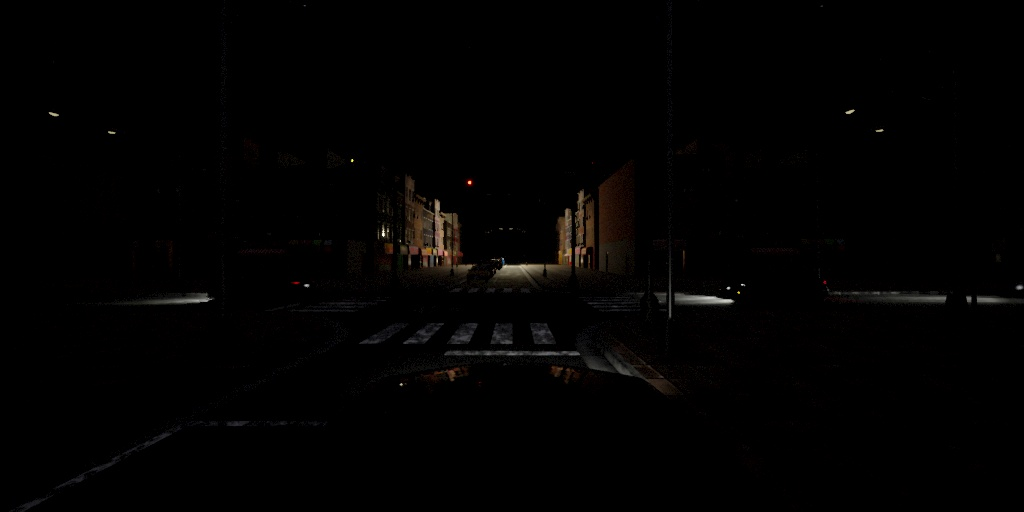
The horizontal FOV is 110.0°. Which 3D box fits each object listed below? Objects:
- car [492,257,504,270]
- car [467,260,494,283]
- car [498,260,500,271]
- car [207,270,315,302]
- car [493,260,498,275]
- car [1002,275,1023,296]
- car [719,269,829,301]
[{"bbox_3d":[-2.610,1.252,51.276,1.967,1.591,4.097,0,0,0],"label":"car"},{"bbox_3d":[-2.622,1.294,28.686,1.751,1.417,4.829,0,0,0],"label":"car"},{"bbox_3d":[-2.616,1.369,40.066,1.802,1.307,4.207,0,0,0],"label":"car"},{"bbox_3d":[-11.550,1.348,16.707,4.181,1.385,1.994,0,0,0],"label":"car"},{"bbox_3d":[-2.619,1.322,34.461,1.888,1.381,4.507,0,0,0],"label":"car"},{"bbox_3d":[26.008,1.204,16.631,4.902,1.511,2.128,0,0,0],"label":"car"},{"bbox_3d":[12.058,1.301,16.660,4.181,1.385,1.994,0,0,0],"label":"car"}]
